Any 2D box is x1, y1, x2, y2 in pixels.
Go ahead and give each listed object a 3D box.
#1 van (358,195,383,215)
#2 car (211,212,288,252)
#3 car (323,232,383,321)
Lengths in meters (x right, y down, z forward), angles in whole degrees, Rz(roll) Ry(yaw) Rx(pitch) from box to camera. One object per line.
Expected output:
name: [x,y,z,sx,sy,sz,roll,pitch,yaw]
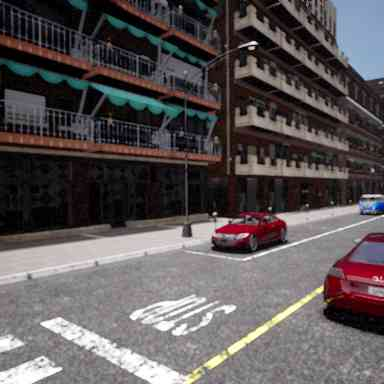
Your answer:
van: [16.687,1.159,30.775,1.690,1.788,3.998,-1,0,40]
car: [2.475,1.507,13.539,1.802,1.307,4.206,-1,0,40]
car: [4.223,1.523,6.752,1.994,1.385,4.181,0,0,40]
